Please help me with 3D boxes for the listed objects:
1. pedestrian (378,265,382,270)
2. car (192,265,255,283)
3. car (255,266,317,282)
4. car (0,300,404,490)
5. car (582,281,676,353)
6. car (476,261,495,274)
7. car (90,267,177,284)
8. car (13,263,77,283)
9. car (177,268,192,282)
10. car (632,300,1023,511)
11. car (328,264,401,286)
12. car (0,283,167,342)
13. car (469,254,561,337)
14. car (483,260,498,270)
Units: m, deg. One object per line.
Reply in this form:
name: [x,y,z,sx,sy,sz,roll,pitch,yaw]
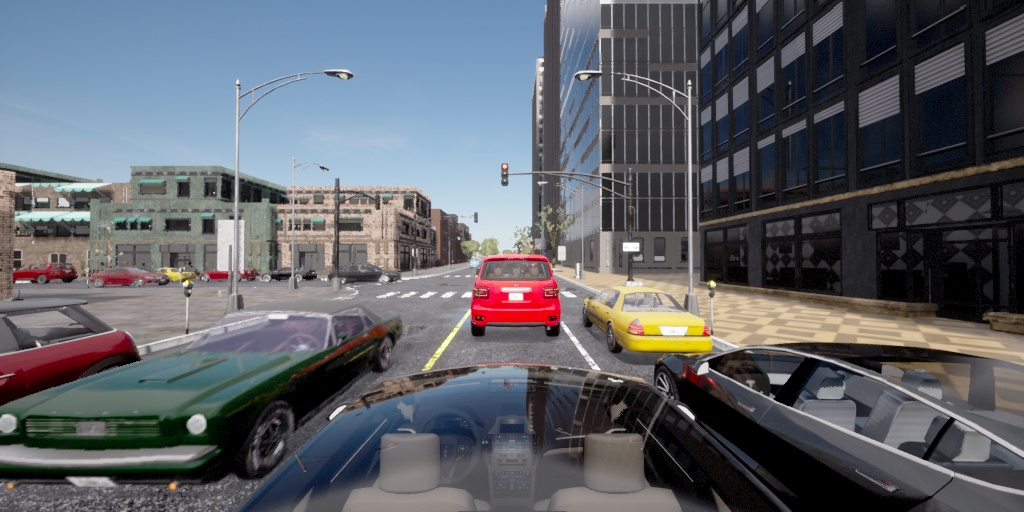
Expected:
pedestrian: [-12.608,1.399,34.328,0.375,1.300,0.375,0,0,1]
car: [-25.017,1.489,31.509,4.097,1.591,1.967,0,0,1]
car: [-19.470,1.562,31.448,4.313,1.339,1.948,0,0,1]
car: [-3.075,1.352,4.841,1.895,1.301,4.718,0,0,0]
car: [2.815,1.277,8.589,1.751,1.417,4.829,0,0,0]
car: [-3.182,1.313,43.973,2.033,1.411,5.357,0,0,0]
car: [-27.386,1.505,25.753,4.674,1.442,1.812,-1,-1,1]
car: [-41.661,1.522,31.688,5.009,1.841,2.192,0,0,1]
car: [-30.735,1.627,31.570,4.829,1.417,1.751,0,0,1]
car: [2.656,1.316,2.776,1.948,1.339,4.313,0,0,0]
car: [-10.587,1.319,25.962,4.892,1.490,1.837,-1,0,-7]
car: [-5.692,1.190,2.814,1.967,1.591,4.097,0,0,0]
car: [0.083,0.975,10.465,2.150,2.045,5.566,0,0,0]
car: [-3.195,1.317,54.160,2.033,1.411,5.357,0,0,0]
